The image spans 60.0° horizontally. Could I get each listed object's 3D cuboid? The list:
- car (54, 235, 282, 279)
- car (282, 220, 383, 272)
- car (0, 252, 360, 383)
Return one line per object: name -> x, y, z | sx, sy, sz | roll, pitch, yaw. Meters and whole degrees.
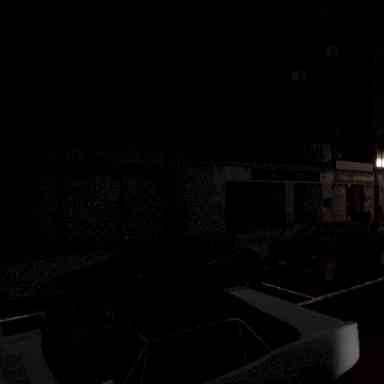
car -> -0.515, 1.566, 6.397 | 4.313, 1.339, 1.947 | 0, 0, -35
car -> 4.101, 1.544, 9.686 | 4.507, 1.381, 1.887 | 0, 0, -35
car -> -0.597, 1.601, 2.953 | 4.718, 1.301, 1.895 | 0, 0, -35
